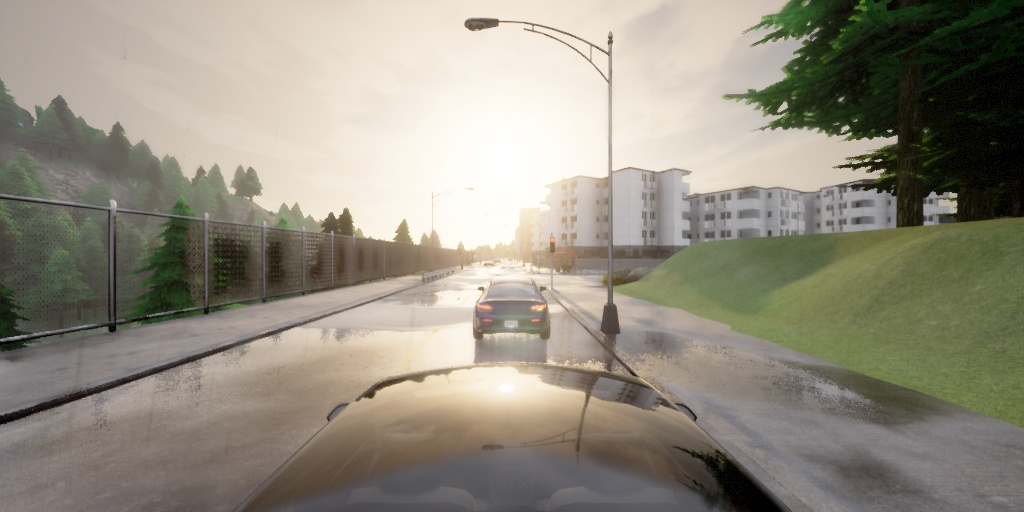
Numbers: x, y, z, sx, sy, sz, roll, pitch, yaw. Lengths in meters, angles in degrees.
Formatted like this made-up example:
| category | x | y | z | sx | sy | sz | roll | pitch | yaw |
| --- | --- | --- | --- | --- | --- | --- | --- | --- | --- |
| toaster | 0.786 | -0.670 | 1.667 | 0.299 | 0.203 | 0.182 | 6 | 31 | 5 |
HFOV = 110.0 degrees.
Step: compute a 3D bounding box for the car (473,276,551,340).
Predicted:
| category | x | y | z | sx | sy | sz | roll | pitch | yaw |
| --- | --- | --- | --- | --- | --- | --- | --- | --- | --- |
| car | -0.003 | 1.276 | 9.899 | 1.812 | 1.442 | 4.674 | 0 | 0 | 0 |
